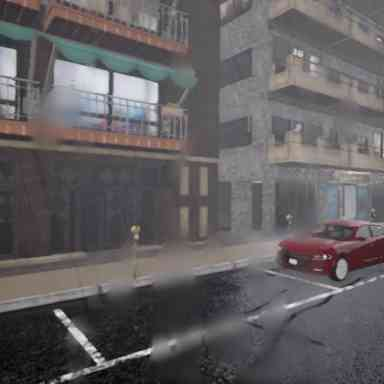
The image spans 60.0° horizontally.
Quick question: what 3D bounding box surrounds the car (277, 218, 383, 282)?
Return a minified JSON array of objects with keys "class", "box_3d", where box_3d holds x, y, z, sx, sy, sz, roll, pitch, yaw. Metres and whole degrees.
[{"class":"car","box_3d":[4.377,1.491,9.662,4.507,1.381,1.887,0,1,-35]}]
